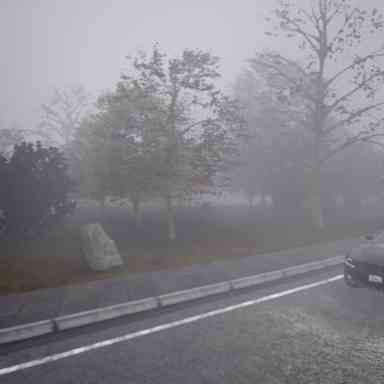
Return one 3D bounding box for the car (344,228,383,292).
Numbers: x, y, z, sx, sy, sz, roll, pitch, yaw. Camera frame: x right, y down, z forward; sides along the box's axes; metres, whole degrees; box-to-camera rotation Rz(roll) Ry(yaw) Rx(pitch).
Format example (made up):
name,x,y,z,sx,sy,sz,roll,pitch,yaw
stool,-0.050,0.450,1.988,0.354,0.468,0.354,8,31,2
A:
name,x,y,z,sx,sy,sz,roll,pitch,yaw
car,5.717,1.502,8.354,5.008,1.535,1.882,0,-1,-38
